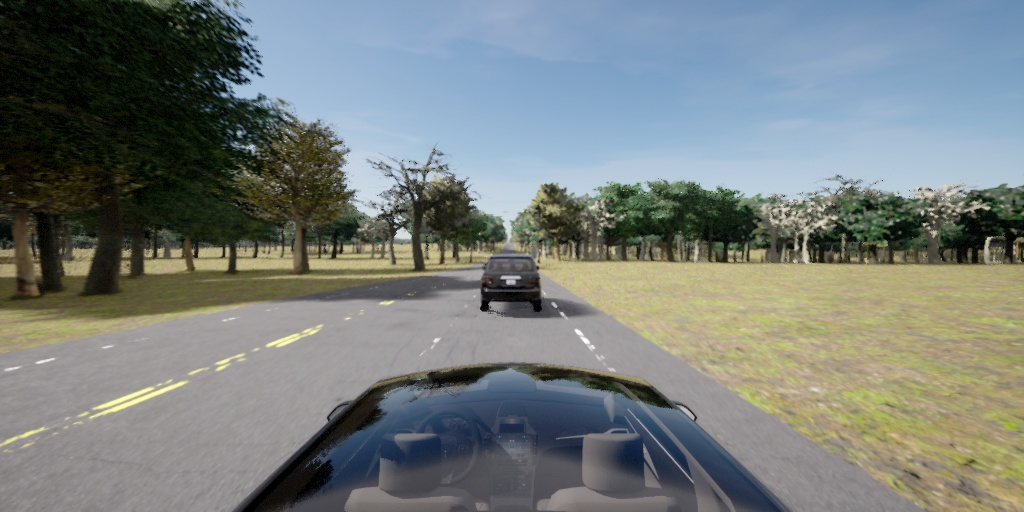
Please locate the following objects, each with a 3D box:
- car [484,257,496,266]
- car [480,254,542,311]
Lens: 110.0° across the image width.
[{"bbox_3d":[-3.708,0.832,61.105,1.812,1.442,4.674,0,0,0],"label":"car"},{"bbox_3d":[-0.044,0.947,14.423,2.150,2.045,5.566,0,0,0],"label":"car"}]
